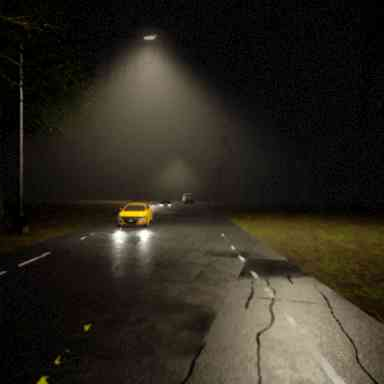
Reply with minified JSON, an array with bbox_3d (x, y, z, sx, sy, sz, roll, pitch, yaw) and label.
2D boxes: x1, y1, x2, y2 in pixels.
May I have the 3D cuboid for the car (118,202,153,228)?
[{"bbox_3d":[-3.822,1.513,22.998,1.882,1.535,5.008,0,0,-1],"label":"car"}]

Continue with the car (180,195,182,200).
[{"bbox_3d":[-0.874,1.377,72.145,2.150,2.045,5.566,0,0,-3],"label":"car"}]

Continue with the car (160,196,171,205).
[{"bbox_3d":[-5.055,1.609,64.322,1.882,1.535,5.008,0,0,-2],"label":"car"}]

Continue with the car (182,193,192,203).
[{"bbox_3d":[-1.195,1.393,78.147,2.150,2.045,5.566,0,0,-3],"label":"car"}]

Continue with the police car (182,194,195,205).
[{"bbox_3d":[-0.393,1.543,62.209,1.930,1.638,5.238,0,0,-3],"label":"police car"}]
